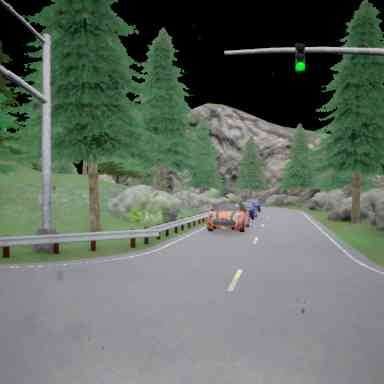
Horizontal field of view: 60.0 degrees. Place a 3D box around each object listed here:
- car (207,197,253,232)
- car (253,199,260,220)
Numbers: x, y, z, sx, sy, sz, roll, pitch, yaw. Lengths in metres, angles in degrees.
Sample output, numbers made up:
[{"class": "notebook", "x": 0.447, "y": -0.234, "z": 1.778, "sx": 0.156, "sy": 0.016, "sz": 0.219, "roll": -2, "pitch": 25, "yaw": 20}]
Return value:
[{"class": "car", "x": 2.310, "y": 1.383, "z": 20.322, "sx": 2.097, "sy": 1.767, "sz": 4.553, "roll": 0, "pitch": 0, "yaw": 15}, {"class": "car", "x": 4.653, "y": 1.522, "z": 29.154, "sx": 1.882, "sy": 1.535, "sz": 5.008, "roll": 0, "pitch": 0, "yaw": 15}]
